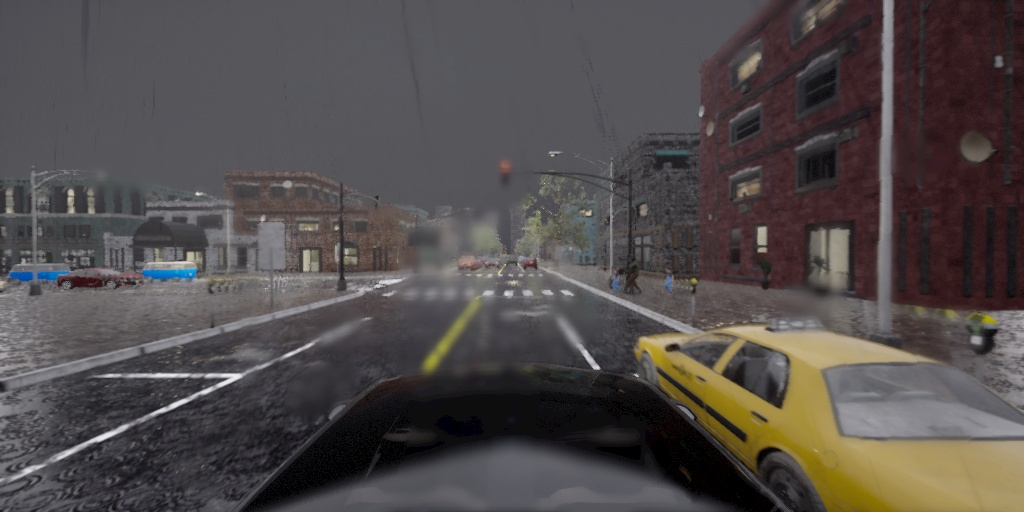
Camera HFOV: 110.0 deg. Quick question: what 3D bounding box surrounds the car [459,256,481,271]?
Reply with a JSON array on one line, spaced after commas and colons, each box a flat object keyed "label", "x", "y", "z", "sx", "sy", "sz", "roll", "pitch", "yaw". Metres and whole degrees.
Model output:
[{"label": "car", "x": -5.689, "y": 1.014, "z": 47.085, "sx": 2.192, "sy": 1.841, "sz": 5.009, "roll": 0, "pitch": 0, "yaw": 0}]

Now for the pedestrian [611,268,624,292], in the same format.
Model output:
[{"label": "pedestrian", "x": 5.310, "y": 1.154, "z": 18.173, "sx": 0.375, "sy": 1.300, "sz": 0.375, "roll": -1, "pitch": 1, "yaw": 0}]

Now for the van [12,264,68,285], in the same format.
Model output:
[{"label": "van", "x": -41.615, "y": 1.591, "z": 31.642, "sx": 3.998, "sy": 1.789, "sz": 1.690, "roll": 0, "pitch": 0, "yaw": -1}]

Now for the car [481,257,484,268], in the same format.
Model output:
[{"label": "car", "x": -5.689, "y": 1.238, "z": 52.629, "sx": 1.888, "sy": 1.381, "sz": 4.507, "roll": 0, "pitch": 0, "yaw": 0}]

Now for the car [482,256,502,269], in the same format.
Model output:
[{"label": "car", "x": -3.054, "y": 1.041, "z": 55.876, "sx": 2.097, "sy": 1.767, "sz": 4.553, "roll": 0, "pitch": 0, "yaw": 0}]

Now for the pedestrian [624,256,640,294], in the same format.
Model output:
[{"label": "pedestrian", "x": 5.649, "y": 0.875, "z": 16.821, "sx": 0.375, "sy": 1.860, "sz": 0.375, "roll": -1, "pitch": 1, "yaw": 0}]

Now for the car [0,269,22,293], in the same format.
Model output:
[{"label": "car", "x": -35.737, "y": 1.780, "z": 23.360, "sx": 4.829, "sy": 1.417, "sz": 1.751, "roll": 0, "pitch": 0, "yaw": -1}]

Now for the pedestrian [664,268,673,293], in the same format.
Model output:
[{"label": "pedestrian", "x": 7.765, "y": 1.139, "z": 17.573, "sx": 0.375, "sy": 1.300, "sz": 0.375, "roll": -1, "pitch": 1, "yaw": 0}]

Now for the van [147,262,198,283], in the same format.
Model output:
[{"label": "van", "x": -30.298, "y": 1.430, "z": 31.767, "sx": 3.998, "sy": 1.789, "sz": 1.690, "roll": 0, "pitch": 0, "yaw": -1}]

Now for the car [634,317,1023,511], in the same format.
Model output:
[{"label": "car", "x": 2.694, "y": 1.273, "z": 3.662, "sx": 1.751, "sy": 1.417, "sz": 4.829, "roll": 0, "pitch": 0, "yaw": 0}]

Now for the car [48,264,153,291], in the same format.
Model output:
[{"label": "car", "x": -29.680, "y": 1.617, "z": 25.981, "sx": 5.008, "sy": 1.535, "sz": 1.882, "roll": -1, "pitch": 1, "yaw": -1}]

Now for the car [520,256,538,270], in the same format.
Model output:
[{"label": "car", "x": 2.692, "y": 1.007, "z": 52.630, "sx": 2.192, "sy": 1.841, "sz": 5.009, "roll": 0, "pitch": 0, "yaw": 0}]
